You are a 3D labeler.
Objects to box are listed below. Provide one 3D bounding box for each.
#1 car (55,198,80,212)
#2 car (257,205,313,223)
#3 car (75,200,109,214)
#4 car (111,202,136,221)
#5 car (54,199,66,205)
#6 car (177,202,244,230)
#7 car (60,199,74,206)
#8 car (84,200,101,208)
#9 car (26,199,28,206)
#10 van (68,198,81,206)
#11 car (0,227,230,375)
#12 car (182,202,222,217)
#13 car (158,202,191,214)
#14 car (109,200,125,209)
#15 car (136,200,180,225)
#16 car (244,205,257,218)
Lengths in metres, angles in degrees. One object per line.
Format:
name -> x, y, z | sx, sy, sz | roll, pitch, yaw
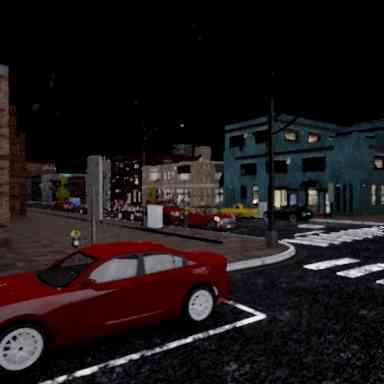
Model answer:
car -> -19.058, 1.964, 49.856 | 2.192, 1.841, 5.009 | -1, 0, -37
car -> 7.879, 1.742, 27.560 | 1.947, 1.339, 4.313 | -1, 0, -37
car -> -12.317, 2.065, 40.775 | 2.008, 1.369, 4.403 | -1, 0, -37
car -> -5.580, 1.930, 31.693 | 2.008, 1.369, 4.403 | -1, 0, -37
car -> -32.640, 2.515, 82.188 | 1.752, 1.417, 4.829 | -1, 0, -37
car -> 1.154, 1.685, 22.611 | 1.967, 1.590, 4.097 | -1, 0, -37
car -> -29.171, 2.464, 77.510 | 1.887, 1.381, 4.507 | -1, 0, -37
car -> -19.066, 2.299, 63.887 | 1.802, 1.307, 4.206 | -1, 0, -37
car -> -39.300, 2.371, 77.077 | 2.192, 1.841, 5.009 | -1, 0, -37
van -> -25.808, 2.193, 72.969 | 1.690, 1.788, 3.998 | -1, 0, -37
car -> -1.386, 1.546, 5.575 | 4.507, 1.381, 1.887 | 0, -1, -36
car -> 1.040, 1.839, 36.778 | 1.752, 1.417, 4.829 | -1, 0, -37
car -> -2.227, 1.930, 41.183 | 2.008, 1.369, 4.403 | -1, 0, -37
car -> -12.334, 2.021, 54.805 | 1.967, 1.590, 4.097 | -1, 0, -37
car -> -2.217, 1.627, 27.152 | 2.192, 1.841, 5.009 | -1, 0, -37
car -> 4.408, 1.771, 32.238 | 1.752, 1.417, 4.829 | -1, 0, -37
